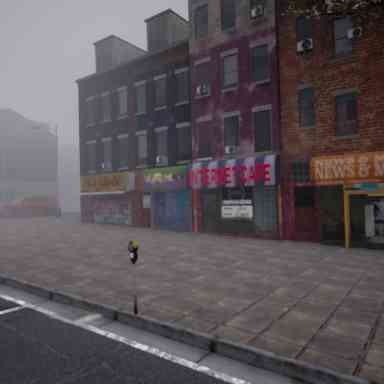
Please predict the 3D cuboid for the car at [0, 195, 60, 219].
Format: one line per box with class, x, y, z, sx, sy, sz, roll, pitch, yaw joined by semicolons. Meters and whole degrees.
car;-15.045;1.332;30.682;2.150;2.045;5.566;-2;-1;36
